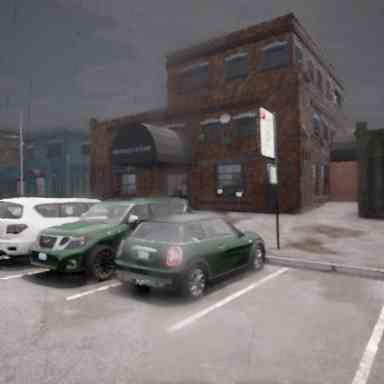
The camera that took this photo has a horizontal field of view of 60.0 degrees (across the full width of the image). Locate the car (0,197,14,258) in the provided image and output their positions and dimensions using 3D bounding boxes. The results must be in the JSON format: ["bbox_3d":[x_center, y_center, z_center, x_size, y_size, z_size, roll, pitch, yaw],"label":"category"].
[{"bbox_3d":[-4.254,1.219,12.011,2.435,2.045,5.566,0,0,35],"label":"car"}]

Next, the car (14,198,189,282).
[{"bbox_3d":[-2.040,1.221,10.366,2.435,2.045,5.566,0,0,35],"label":"car"}]

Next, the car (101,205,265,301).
[{"bbox_3d":[0.204,1.350,8.765,2.185,1.767,4.553,0,0,35],"label":"car"}]
